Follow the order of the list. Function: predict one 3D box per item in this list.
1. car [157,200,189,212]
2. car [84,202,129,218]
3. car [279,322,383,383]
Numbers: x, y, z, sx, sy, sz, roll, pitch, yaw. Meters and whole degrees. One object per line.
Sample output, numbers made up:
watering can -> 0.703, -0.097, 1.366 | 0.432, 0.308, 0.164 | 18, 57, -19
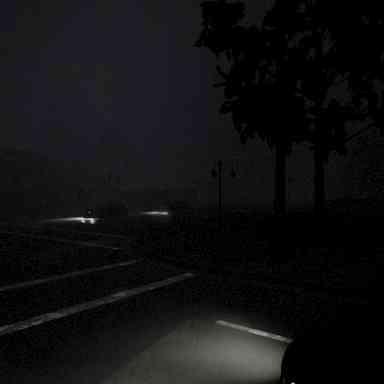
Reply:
car -> -2.120, 1.564, 38.553 | 1.994, 1.385, 4.181 | 0, 0, 34
car -> -7.708, 1.564, 30.267 | 1.994, 1.385, 4.181 | 0, 0, 34
car -> 2.850, 1.526, 1.942 | 4.674, 1.442, 1.812 | 0, 0, 36
